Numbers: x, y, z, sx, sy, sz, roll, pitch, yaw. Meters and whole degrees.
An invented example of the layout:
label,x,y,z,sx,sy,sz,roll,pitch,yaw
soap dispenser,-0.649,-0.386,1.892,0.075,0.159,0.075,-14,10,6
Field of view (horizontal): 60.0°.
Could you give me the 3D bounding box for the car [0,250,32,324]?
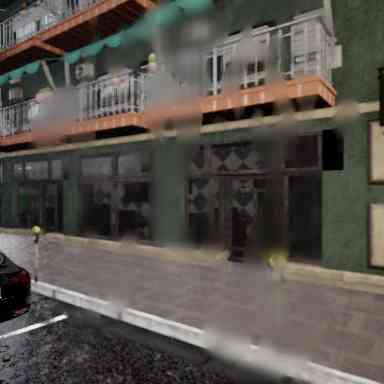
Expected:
label,x,y,z,sx,sy,sz,roll,pitch,yaw
car,-4.626,1.525,6.030,4.313,1.339,1.947,0,0,36
